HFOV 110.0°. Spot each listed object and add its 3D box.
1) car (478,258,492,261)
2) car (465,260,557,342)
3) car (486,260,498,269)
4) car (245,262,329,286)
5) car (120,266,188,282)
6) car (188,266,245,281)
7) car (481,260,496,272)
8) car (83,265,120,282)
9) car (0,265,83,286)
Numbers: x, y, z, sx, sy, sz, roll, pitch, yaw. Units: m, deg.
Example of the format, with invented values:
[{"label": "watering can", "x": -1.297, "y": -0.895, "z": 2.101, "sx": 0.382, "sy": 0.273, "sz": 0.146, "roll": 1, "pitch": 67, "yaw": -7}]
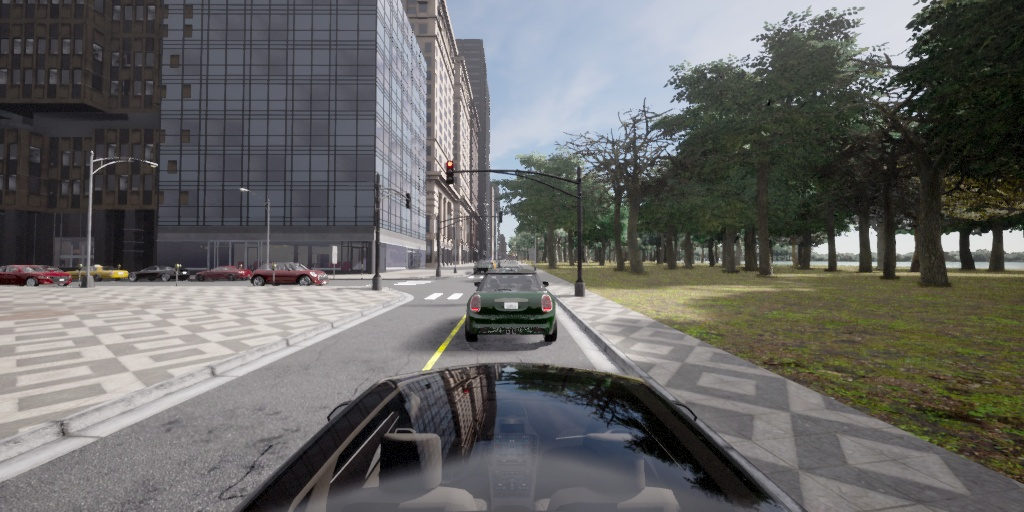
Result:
[{"label": "car", "x": -3.218, "y": 1.180, "z": 41.241, "sx": 2.097, "sy": 1.767, "sz": 4.553, "roll": 0, "pitch": 0, "yaw": 0}, {"label": "car", "x": -0.010, "y": 1.108, "z": 9.968, "sx": 2.097, "sy": 1.767, "sz": 4.553, "roll": 0, "pitch": 0, "yaw": 0}, {"label": "car", "x": -3.246, "y": 1.426, "z": 59.428, "sx": 1.812, "sy": 1.442, "sz": 4.674, "roll": 0, "pitch": 0, "yaw": 0}, {"label": "car", "x": -13.599, "y": 1.119, "z": 22.174, "sx": 4.097, "sy": 1.591, "sz": 1.967, "roll": 0, "pitch": 0, "yaw": -1}, {"label": "car", "x": -30.061, "y": 1.480, "z": 30.626, "sx": 4.313, "sy": 1.339, "sz": 1.948, "roll": 0, "pitch": 0, "yaw": 0}, {"label": "car", "x": -24.575, "y": 1.493, "z": 30.649, "sx": 4.207, "sy": 1.307, "sz": 1.802, "roll": 0, "pitch": 0, "yaw": 0}, {"label": "car", "x": -3.235, "y": 1.341, "z": 50.263, "sx": 1.882, "sy": 1.535, "sz": 5.008, "roll": 0, "pitch": 0, "yaw": 0}, {"label": "car", "x": -35.719, "y": 1.443, "z": 30.601, "sx": 4.829, "sy": 1.417, "sz": 1.751, "roll": 0, "pitch": 0, "yaw": 0}, {"label": "car", "x": -30.030, "y": 1.234, "z": 22.103, "sx": 4.507, "sy": 1.381, "sz": 1.888, "roll": 0, "pitch": 0, "yaw": 0}]
